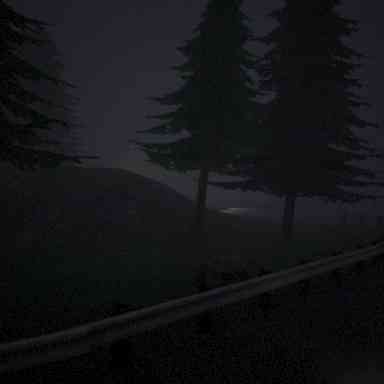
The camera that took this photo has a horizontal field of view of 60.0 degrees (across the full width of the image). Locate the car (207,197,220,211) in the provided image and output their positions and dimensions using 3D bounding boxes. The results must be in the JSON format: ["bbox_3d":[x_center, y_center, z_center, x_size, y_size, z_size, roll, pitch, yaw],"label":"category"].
[{"bbox_3d":[0.840,1.661,42.475,4.674,1.442,1.812,0,0,36],"label":"car"}]

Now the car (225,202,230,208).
[{"bbox_3d":[3.545,1.730,49.161,4.181,1.385,1.994,0,0,36],"label":"car"}]

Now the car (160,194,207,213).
[{"bbox_3d":[-1.038,1.468,39.516,4.553,1.767,2.097,0,0,36],"label":"car"}]

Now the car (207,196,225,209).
[{"bbox_3d":[1.247,1.365,46.508,5.566,2.045,2.150,0,0,36],"label":"car"}]
